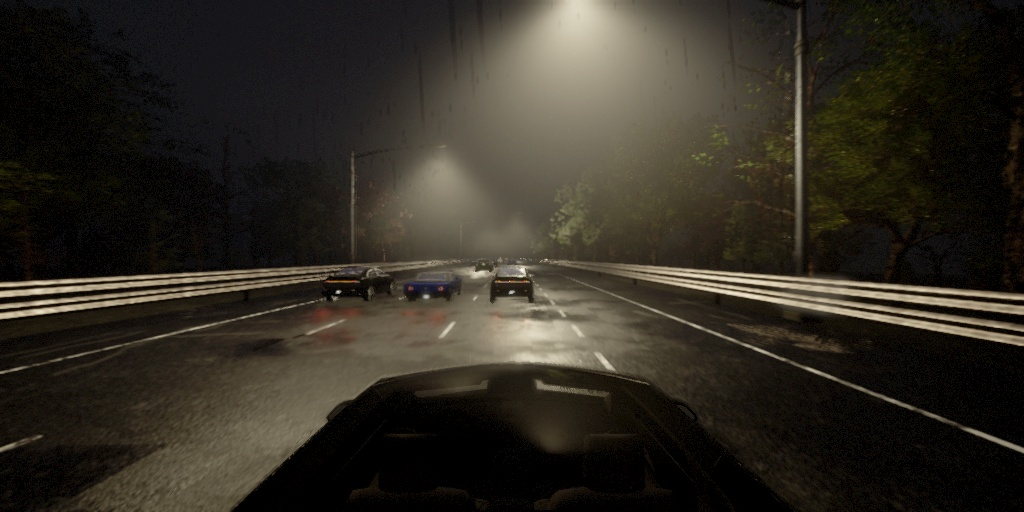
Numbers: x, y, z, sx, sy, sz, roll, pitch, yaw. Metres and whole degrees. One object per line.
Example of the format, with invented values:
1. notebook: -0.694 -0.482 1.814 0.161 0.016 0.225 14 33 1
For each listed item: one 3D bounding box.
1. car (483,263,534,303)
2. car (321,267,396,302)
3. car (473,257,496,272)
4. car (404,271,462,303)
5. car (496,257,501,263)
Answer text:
1. car: 0.000 1.254 16.784 2.128 1.511 4.902 0 0 0
2. car: -7.000 1.255 16.906 2.128 1.511 4.902 0 0 0
3. car: -3.499 1.143 46.466 2.097 1.767 4.553 0 0 0
4. car: -3.499 1.364 16.860 1.895 1.301 4.718 0 0 0
5. car: -3.498 1.305 64.551 2.128 1.511 4.902 0 0 0
